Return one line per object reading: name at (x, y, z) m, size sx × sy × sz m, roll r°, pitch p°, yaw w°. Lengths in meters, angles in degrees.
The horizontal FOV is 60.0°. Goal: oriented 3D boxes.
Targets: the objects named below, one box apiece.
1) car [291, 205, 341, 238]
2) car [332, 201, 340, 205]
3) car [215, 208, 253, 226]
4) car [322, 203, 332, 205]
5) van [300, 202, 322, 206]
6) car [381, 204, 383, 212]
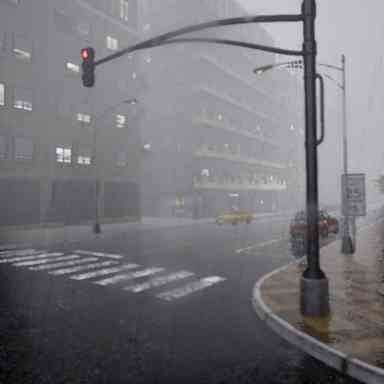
car at (7.405, 1.799, 19.901) m, size 1.967 × 1.590 × 4.097 m, roll -2°, pitch -2°, yaw 35°
car at (23.360, 2.681, 57.019) m, size 1.887 × 1.381 × 4.507 m, roll -2°, pitch -2°, yaw 35°
car at (3.758, 2.126, 29.158) m, size 1.752 × 1.417 × 4.829 m, roll -2°, pitch -2°, yaw 35°
car at (20.108, 2.487, 52.402) m, size 1.967 × 1.590 × 4.097 m, roll -2°, pitch -2°, yaw 35°
van at (16.855, 2.300, 47.785) m, size 1.690 × 1.788 × 3.998 m, roll -2°, pitch -2°, yaw 35°
car at (33.413, 2.635, 56.860) m, size 1.947 × 1.339 × 4.313 m, roll -2°, pitch -2°, yaw 35°
